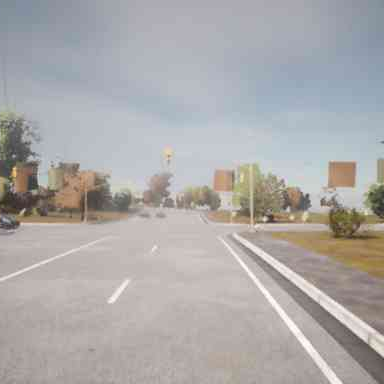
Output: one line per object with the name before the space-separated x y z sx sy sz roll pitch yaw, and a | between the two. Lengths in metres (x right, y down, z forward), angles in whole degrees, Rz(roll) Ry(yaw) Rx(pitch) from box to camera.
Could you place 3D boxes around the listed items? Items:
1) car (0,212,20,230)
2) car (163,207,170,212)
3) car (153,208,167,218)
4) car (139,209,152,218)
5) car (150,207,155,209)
car | -18.174 2.532 30.429 4.553 1.767 2.097 0 -4 7
car | -7.025 4.667 88.773 2.097 1.767 4.553 0 -1 0
car | -7.017 4.975 73.274 2.033 1.411 5.357 0 -1 0
car | -10.517 5.030 73.230 1.895 1.301 4.718 0 -1 0
car | -10.525 4.834 88.725 1.812 1.442 4.674 0 -1 0
